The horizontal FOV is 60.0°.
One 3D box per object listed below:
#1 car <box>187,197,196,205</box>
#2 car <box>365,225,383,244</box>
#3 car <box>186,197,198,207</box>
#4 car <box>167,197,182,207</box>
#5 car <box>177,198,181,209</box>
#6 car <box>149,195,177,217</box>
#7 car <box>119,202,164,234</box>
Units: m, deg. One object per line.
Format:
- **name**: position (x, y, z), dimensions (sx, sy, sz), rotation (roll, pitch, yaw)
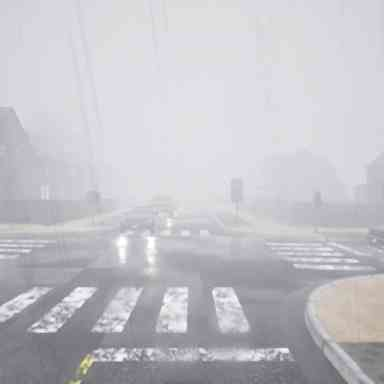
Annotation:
- **car**: position (-0.100, 1.761, 66.179), dimensions (1.837, 1.490, 4.892), rotation (0, 0, 0)
- **car**: position (10.337, 1.683, 13.910), dimensions (5.357, 1.411, 2.033), rotation (1, 1, 2)
- **car**: position (-0.084, 1.739, 56.170), dimensions (1.994, 1.385, 4.181), rotation (0, 0, 0)
- **car**: position (-2.884, 1.655, 54.587), dimensions (2.128, 1.511, 4.902), rotation (0, 0, 0)
- **car**: position (-2.900, 1.441, 43.361), dimensions (2.097, 1.767, 4.553), rotation (0, 0, 0)
- **car**: position (-2.893, 1.264, 32.545), dimensions (2.150, 2.045, 5.566), rotation (0, -1, 0)
- **car**: position (-2.881, 1.523, 19.185), dimensions (1.812, 1.442, 4.674), rotation (0, -1, 0)
